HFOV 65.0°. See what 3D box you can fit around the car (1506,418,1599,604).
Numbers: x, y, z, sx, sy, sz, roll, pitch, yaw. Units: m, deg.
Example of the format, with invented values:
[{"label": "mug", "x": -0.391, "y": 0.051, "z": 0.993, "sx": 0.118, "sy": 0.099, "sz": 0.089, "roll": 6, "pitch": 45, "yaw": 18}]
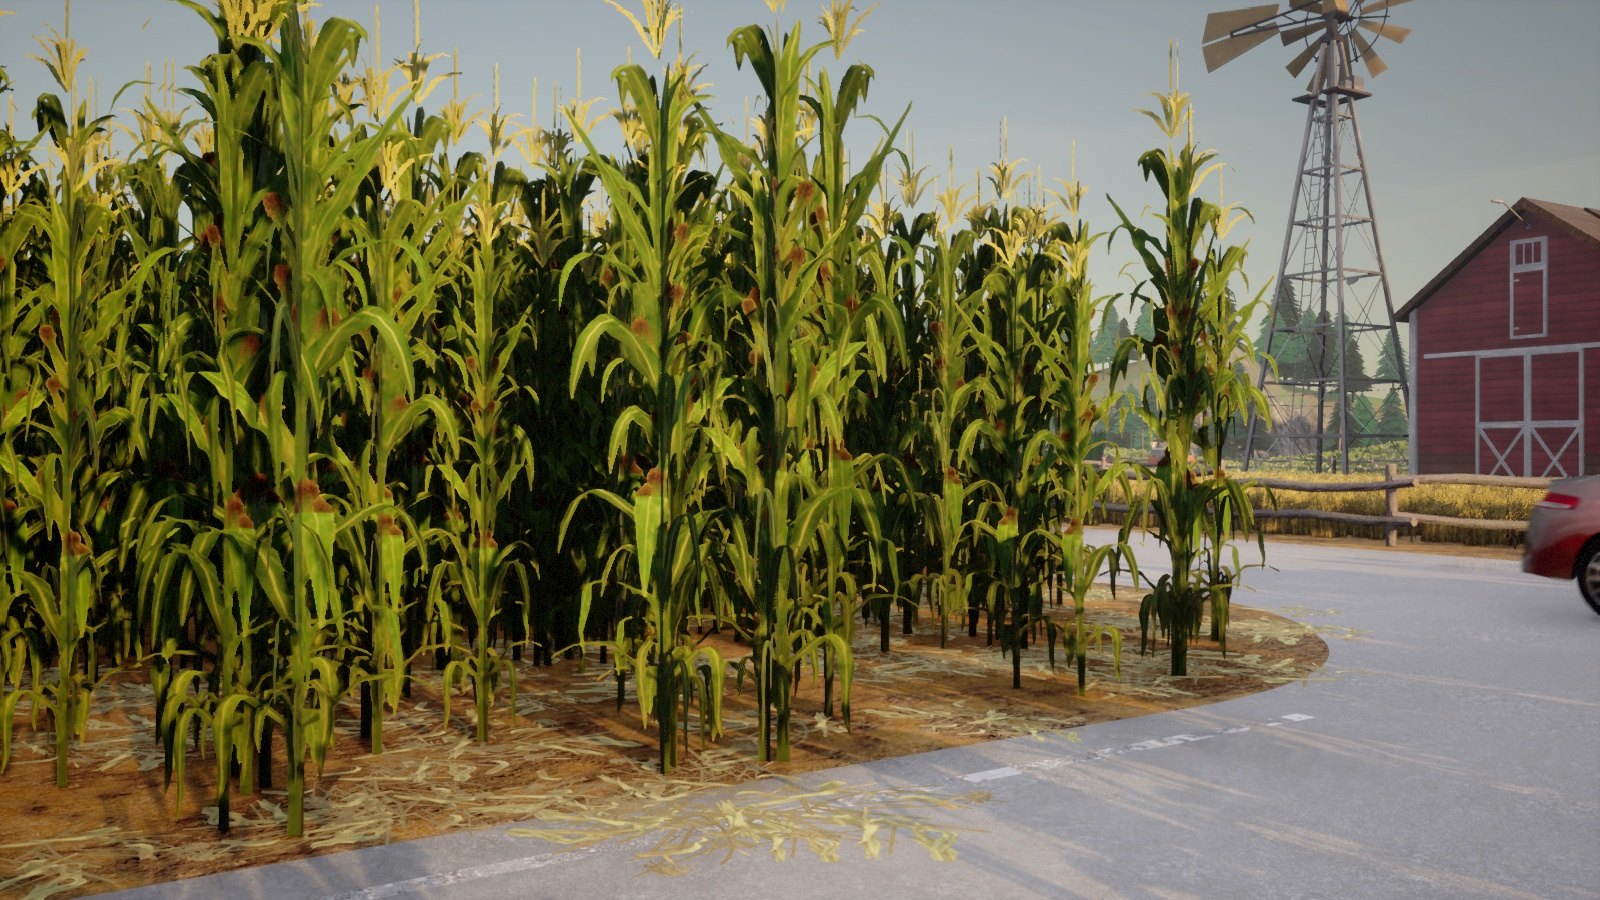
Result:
[{"label": "car", "x": 9.133, "y": 0.530, "z": 10.727, "sx": 5.027, "sy": 1.651, "sz": 2.152, "roll": 0, "pitch": 0, "yaw": 43}]
